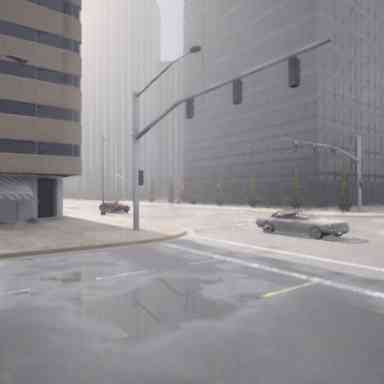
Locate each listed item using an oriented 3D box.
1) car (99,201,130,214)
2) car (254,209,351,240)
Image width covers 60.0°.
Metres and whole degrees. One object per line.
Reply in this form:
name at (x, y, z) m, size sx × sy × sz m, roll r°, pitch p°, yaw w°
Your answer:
car at (-8.575, 1.646, 36.693) m, size 1.895 × 1.301 × 4.718 m, roll 0°, pitch 0°, yaw -36°
car at (5.610, 1.602, 17.339) m, size 1.895 × 1.301 × 4.718 m, roll 0°, pitch 0°, yaw -36°
